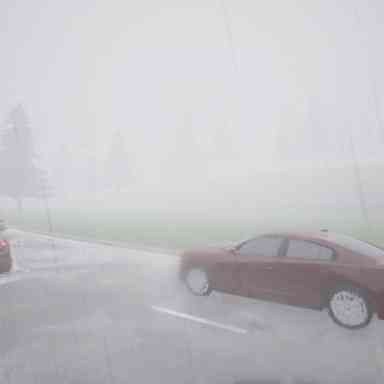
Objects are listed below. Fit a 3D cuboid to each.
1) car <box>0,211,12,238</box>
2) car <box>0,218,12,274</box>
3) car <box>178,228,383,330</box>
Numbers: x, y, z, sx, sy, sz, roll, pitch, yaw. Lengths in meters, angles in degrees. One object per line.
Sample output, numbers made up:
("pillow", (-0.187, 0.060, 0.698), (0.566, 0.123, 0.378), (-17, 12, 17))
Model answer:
("car", (-12.619, 1.815, 19.472), (5.357, 1.411, 2.033), (-1, -1, 43))
("car", (-7.308, 1.497, 9.973), (4.553, 1.767, 2.097), (-1, -1, 40))
("car", (1.956, 1.509, 7.038), (5.008, 1.535, 1.882), (-1, 0, 37))
